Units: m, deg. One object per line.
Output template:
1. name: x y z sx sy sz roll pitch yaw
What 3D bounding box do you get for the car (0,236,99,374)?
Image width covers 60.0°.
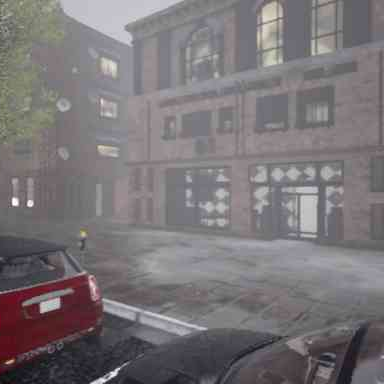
1. car: -3.340 1.423 5.256 4.097 1.590 1.967 0 0 36

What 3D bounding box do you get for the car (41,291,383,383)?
1. car: 1.297 1.551 1.948 4.403 1.369 2.008 0 0 36
